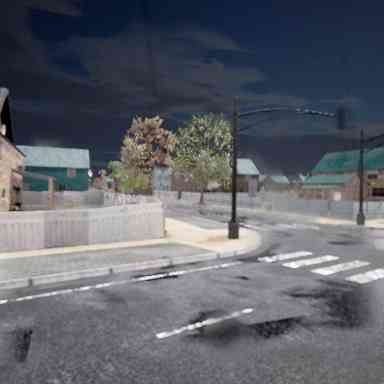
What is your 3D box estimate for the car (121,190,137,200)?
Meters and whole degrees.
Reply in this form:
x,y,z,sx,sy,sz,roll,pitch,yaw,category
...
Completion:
x,y,z,sx,sy,sz,roll,pitch,yaw,category
-11.119,0.316,58.471,2.150,2.045,5.566,1,1,-21,car
